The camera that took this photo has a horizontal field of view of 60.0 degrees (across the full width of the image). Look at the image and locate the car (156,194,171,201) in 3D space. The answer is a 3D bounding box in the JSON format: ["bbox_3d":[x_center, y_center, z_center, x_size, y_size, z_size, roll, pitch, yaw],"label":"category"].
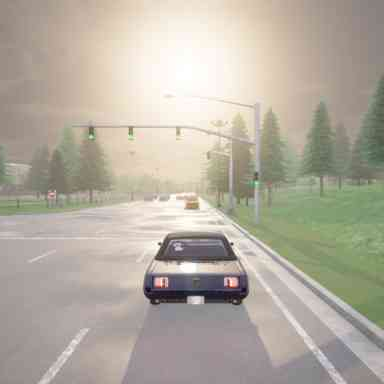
[{"bbox_3d":[-6.886,1.520,80.321,2.033,1.411,5.357,0,0,0],"label":"car"}]

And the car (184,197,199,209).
[{"bbox_3d":[-0.027,1.570,49.692,2.033,1.411,5.357,0,1,2],"label":"car"}]

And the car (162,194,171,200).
[{"bbox_3d":[-6.871,1.359,90.741,2.033,1.411,5.357,0,0,0],"label":"car"}]

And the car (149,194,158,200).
[{"bbox_3d":[-10.371,1.320,90.746,1.837,1.490,4.892,0,0,0],"label":"car"}]

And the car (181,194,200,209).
[{"bbox_3d":[-0.084,1.089,46.155,1.882,1.535,5.008,-3,16,-4],"label":"car"}]

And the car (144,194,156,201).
[{"bbox_3d":[-10.386,1.520,80.326,2.033,1.411,5.357,0,0,0],"label":"car"}]

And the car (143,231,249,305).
[{"bbox_3d":[0.090,1.600,8.024,1.895,1.301,4.718,0,0,0],"label":"car"}]

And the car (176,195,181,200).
[{"bbox_3d":[-3.370,1.540,91.149,1.994,1.385,4.181,0,0,0],"label":"car"}]
